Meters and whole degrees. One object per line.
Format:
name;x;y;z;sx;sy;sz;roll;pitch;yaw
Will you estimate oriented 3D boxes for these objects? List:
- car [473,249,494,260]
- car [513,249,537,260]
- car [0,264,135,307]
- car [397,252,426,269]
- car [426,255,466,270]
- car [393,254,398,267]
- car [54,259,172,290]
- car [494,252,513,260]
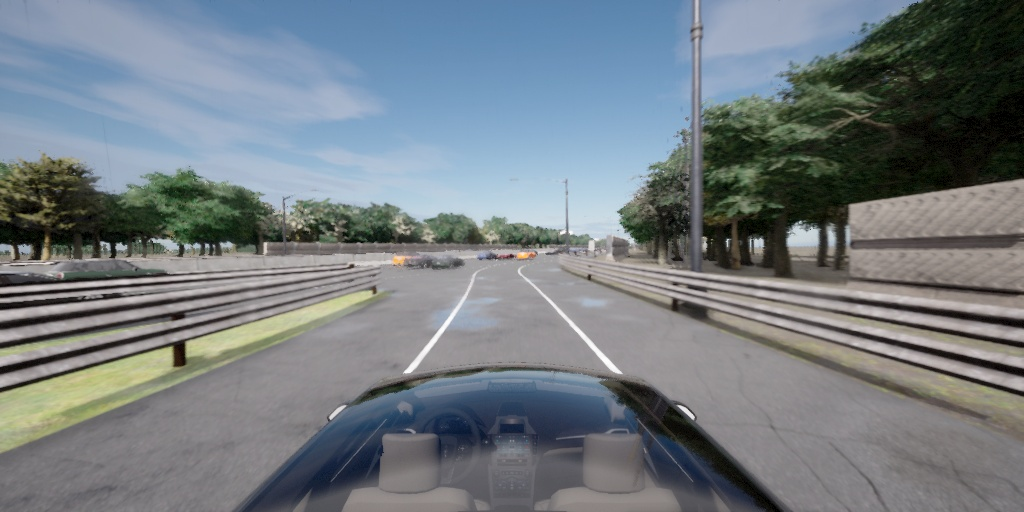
car;-4.106;-0.067;61.195;2.033;1.411;5.357;0;1;21
car;2.429;-0.291;58.689;2.097;1.767;4.553;0;1;21
car;-15.511;1.218;11.053;1.837;1.490;4.892;0;2;21
car;-9.209;0.552;37.710;2.033;1.411;5.357;0;1;21
car;-6.234;0.577;35.689;1.994;1.385;4.181;0;1;21
car;-11.603;0.304;41.290;2.097;1.767;4.553;0;1;21
car;-20.282;0.965;18.246;2.097;1.767;4.553;0;2;21
car;-0.827;-0.028;59.972;1.895;1.301;4.718;0;1;21
